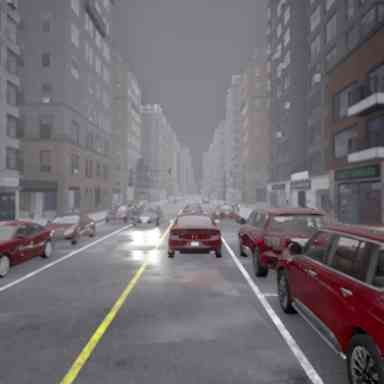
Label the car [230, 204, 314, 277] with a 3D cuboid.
[{"bbox_3d":[2.674,1.377,10.342,2.192,1.841,5.009,0,0,0],"label":"car"}]

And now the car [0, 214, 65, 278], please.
[{"bbox_3d":[-5.851,1.607,10.358,1.887,1.381,4.507,0,0,0],"label":"car"}]

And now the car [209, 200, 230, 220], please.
[{"bbox_3d":[2.681,1.631,27.306,1.967,1.590,4.097,0,0,0],"label":"car"}]

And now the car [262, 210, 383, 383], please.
[{"bbox_3d":[2.672,1.344,4.685,2.192,1.841,5.009,0,0,0],"label":"car"}]

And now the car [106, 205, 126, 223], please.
[{"bbox_3d":[-5.844,1.773,27.318,1.802,1.307,4.206,0,0,0],"label":"car"}]

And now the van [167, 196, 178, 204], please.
[{"bbox_3d":[-5.138,2.028,82.513,1.690,1.788,3.998,0,-1,1],"label":"van"}]

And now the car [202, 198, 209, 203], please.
[{"bbox_3d":[3.510,2.305,87.848,1.947,1.339,4.313,0,-1,1],"label":"car"}]

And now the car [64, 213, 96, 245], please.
[{"bbox_3d":[-5.849,1.681,16.012,1.802,1.307,4.206,0,0,0],"label":"car"}]

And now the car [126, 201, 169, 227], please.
[{"bbox_3d":[-3.087,1.655,24.174,2.128,1.511,4.902,0,0,0],"label":"car"}]

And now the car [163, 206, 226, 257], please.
[{"bbox_3d":[0.100,1.559,13.324,1.882,1.535,5.008,0,0,0],"label":"car"}]

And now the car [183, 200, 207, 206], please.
[{"bbox_3d":[0.113,1.797,32.183,1.994,1.385,4.181,0,-1,0],"label":"car"}]

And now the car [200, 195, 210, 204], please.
[{"bbox_3d":[3.386,2.126,82.326,1.967,1.590,4.097,0,-1,1],"label":"car"}]

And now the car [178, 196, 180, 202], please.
[{"bbox_3d":[-5.014,2.056,88.035,2.192,1.841,5.009,0,-1,1],"label":"car"}]
